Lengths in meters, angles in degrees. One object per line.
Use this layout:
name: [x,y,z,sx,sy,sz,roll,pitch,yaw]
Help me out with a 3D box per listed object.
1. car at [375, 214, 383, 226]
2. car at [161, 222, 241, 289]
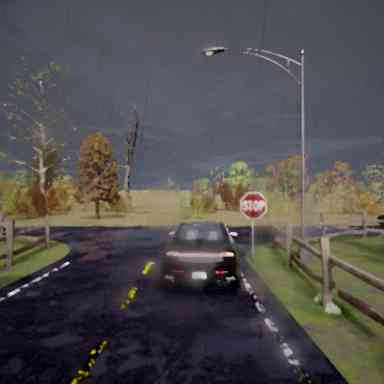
car: [14.926,1.757,22.715,4.181,1.385,1.994,0,-1,1]
car: [0.305,1.587,9.484,2.128,1.511,4.902,0,-1,3]
